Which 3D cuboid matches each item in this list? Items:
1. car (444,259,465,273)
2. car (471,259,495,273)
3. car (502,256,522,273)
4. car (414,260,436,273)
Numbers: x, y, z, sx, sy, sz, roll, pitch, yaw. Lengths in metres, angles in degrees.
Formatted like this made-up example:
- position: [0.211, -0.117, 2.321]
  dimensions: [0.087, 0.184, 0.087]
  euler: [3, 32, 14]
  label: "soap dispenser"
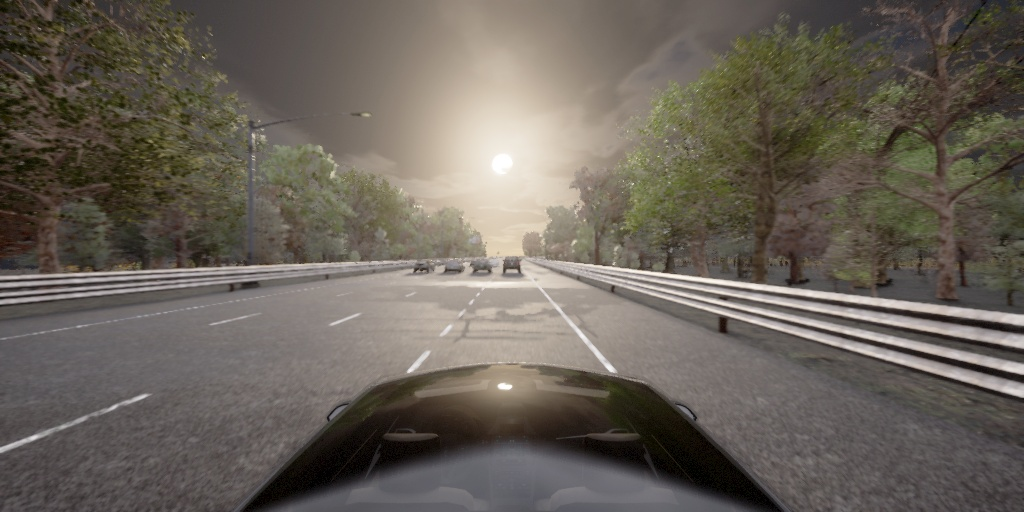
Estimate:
- position: [-6.990, 1.311, 43.858]
  dimensions: [1.994, 1.385, 4.181]
  euler: [0, 0, 0]
  label: "car"
- position: [-3.493, 1.098, 43.654]
  dimensions: [2.097, 1.767, 4.553]
  euler: [0, 0, 0]
  label: "car"
- position: [0.000, 0.971, 42.665]
  dimensions: [2.150, 2.045, 5.566]
  euler: [0, 0, 0]
  label: "car"
- position: [-10.494, 1.254, 43.367]
  dimensions: [1.837, 1.490, 4.892]
  euler: [0, 0, 0]
  label: "car"
